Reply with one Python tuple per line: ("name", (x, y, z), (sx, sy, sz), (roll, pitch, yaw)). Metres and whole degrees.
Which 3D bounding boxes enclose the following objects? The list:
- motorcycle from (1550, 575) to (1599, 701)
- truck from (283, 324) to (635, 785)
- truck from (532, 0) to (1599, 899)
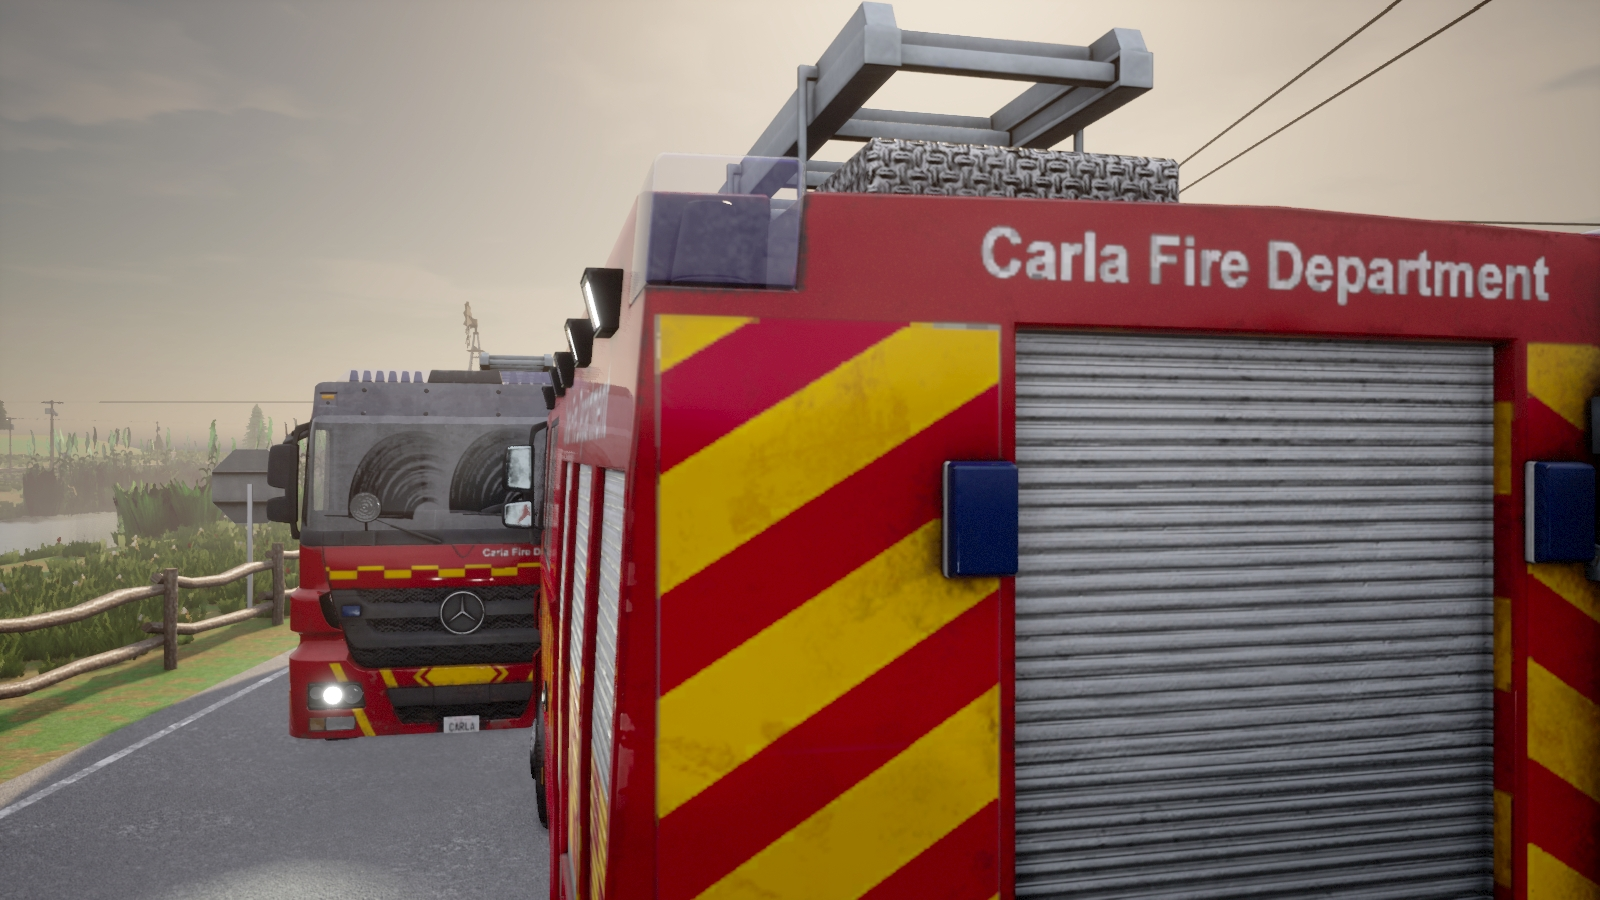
("motorcycle", (9.803, 2.142, 13.164), (1.805, 1.316, 0.856), (0, 0, -7))
("truck", (-3.896, 0.862, 13.937), (2.891, 3.827, 8.468), (0, 0, -14))
("truck", (-0.073, 0.867, 6.874), (2.891, 3.827, 8.468), (0, 0, -14))
